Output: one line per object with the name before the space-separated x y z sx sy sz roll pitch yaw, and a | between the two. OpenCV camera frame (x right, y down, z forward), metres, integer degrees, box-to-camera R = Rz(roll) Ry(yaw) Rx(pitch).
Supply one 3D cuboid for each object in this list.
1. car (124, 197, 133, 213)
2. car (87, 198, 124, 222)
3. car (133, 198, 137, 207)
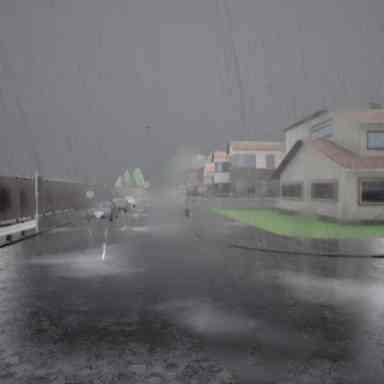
car | -7.869 1.430 36.086 1.837 1.490 4.892 0 0 -5
car | -6.883 1.437 26.033 2.128 1.511 4.902 0 0 -5
car | -8.999 1.427 47.651 1.812 1.442 4.674 0 0 -6
